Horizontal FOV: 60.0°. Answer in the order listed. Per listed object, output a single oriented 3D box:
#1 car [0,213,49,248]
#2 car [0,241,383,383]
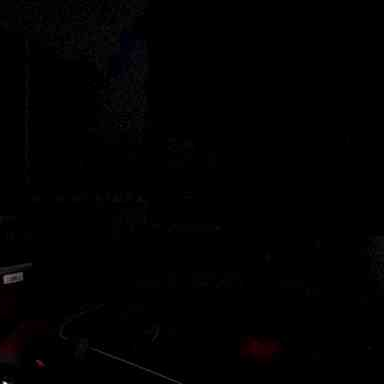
[{"bbox_3d":[-4.500,1.315,6.156,5.009,1.841,2.192,0,0,35],"label":"car"},{"bbox_3d":[-0.066,1.440,3.007,4.097,1.590,1.967,0,0,35],"label":"car"}]
